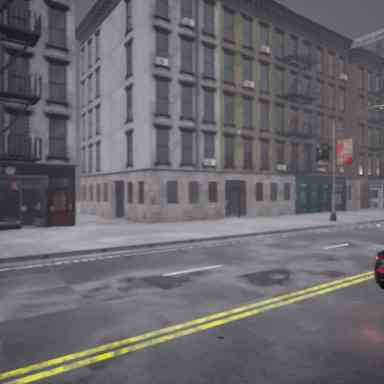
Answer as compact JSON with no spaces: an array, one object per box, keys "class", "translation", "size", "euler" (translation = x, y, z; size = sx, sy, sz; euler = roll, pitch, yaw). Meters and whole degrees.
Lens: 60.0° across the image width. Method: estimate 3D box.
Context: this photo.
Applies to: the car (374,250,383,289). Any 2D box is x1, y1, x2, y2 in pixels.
[{"class":"car","translation":[6.026,1.531,7.756],"size":[4.674,1.442,1.812],"euler":[0,0,-36]}]
